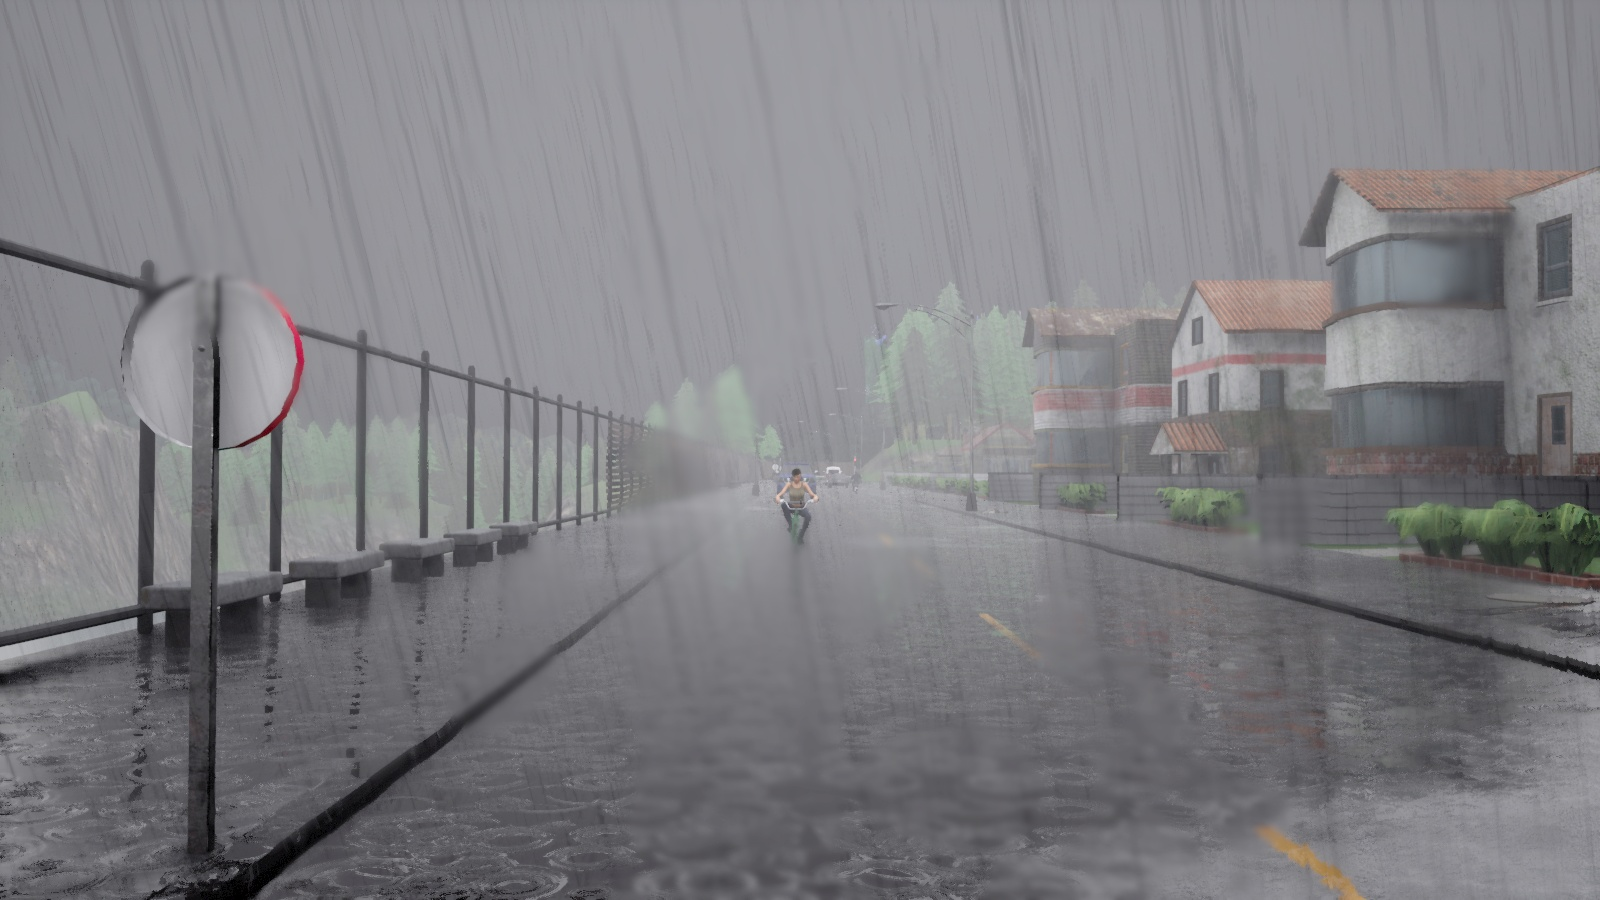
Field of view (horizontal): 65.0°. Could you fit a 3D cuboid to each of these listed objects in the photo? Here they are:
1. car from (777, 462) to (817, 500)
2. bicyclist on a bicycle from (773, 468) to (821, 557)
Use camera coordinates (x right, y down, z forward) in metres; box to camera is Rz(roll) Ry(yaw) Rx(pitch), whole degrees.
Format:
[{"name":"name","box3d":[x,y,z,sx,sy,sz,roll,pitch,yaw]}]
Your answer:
[{"name":"car","box3d":[-0.173,1.718,70.675,2.150,2.045,5.566,0,-1,0]},{"name":"bicyclist on a bicycle","box3d":[-0.053,1.148,23.667,0.866,1.612,1.509,0,-1,0]}]
